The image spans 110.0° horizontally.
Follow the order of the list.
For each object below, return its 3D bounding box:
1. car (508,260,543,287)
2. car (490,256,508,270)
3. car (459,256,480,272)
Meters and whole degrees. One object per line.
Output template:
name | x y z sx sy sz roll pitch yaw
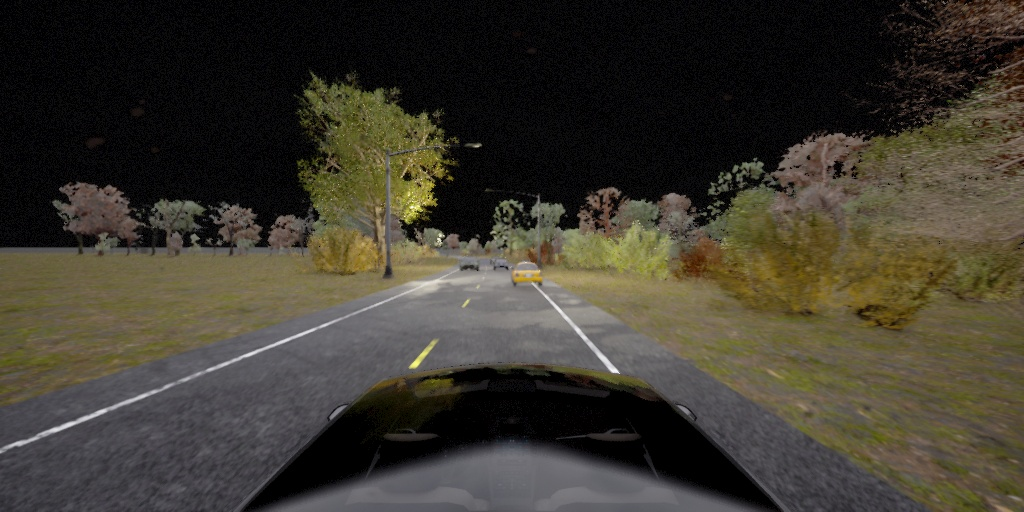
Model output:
car | 0.890 1.052 23.116 1.801 1.575 5.366 0 0 -2
car | -1.354 0.971 44.078 2.033 1.411 5.357 0 1 -4
car | -4.757 0.818 40.759 2.097 1.767 4.553 0 1 -3
